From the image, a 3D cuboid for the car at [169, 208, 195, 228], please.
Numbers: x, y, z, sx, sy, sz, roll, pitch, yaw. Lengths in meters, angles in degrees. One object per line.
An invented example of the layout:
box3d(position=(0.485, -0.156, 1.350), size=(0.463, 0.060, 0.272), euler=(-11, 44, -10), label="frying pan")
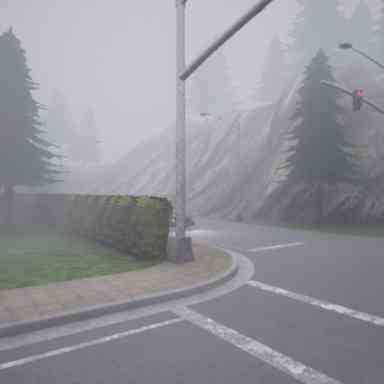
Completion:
box3d(position=(-2.013, 1.547, 21.525), size=(2.033, 1.411, 5.357), euler=(0, 0, -36), label="car")
